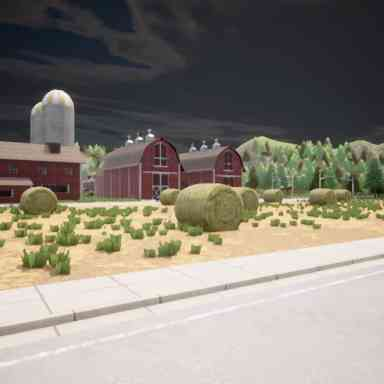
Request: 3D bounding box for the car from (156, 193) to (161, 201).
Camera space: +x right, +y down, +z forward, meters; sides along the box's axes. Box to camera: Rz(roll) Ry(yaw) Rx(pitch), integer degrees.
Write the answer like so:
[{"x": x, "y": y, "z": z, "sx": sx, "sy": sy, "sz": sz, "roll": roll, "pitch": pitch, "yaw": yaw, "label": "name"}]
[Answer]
[{"x": -6.601, "y": 1.150, "z": 74.238, "sx": 1.905, "sy": 1.878, "sz": 3.866, "roll": 6, "pitch": 3, "yaw": 11, "label": "car"}]
